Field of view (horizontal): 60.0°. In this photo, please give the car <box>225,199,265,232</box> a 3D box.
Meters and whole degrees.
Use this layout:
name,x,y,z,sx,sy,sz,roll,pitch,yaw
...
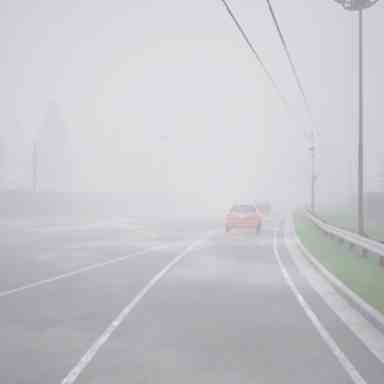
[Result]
name,x,y,z,sx,sy,sz,roll,pitch,yaw
car,3.454,1.545,21.673,2.097,1.767,4.553,0,0,13

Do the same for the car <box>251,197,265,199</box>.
name,x,y,z,sx,sy,sz,roll,pitch,yaw
car,18.470,2.320,91.725,1.837,1.490,4.892,0,-1,23

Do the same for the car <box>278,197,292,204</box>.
name,x,y,z,sx,sy,sz,roll,pitch,yaw
car,25.070,2.351,89.353,1.812,1.442,4.674,0,-1,23

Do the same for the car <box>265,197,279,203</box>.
name,x,y,z,sx,sy,sz,roll,pitch,yaw
car,21.852,2.378,90.730,1.994,1.385,4.181,0,-1,23

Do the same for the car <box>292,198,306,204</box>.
name,x,y,z,sx,sy,sz,roll,pitch,yaw
car,28.287,2.353,87.976,1.812,1.442,4.674,0,-1,23

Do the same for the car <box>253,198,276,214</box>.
name,x,y,z,sx,sy,sz,roll,pitch,yaw
car,8.637,1.843,40.187,1.882,1.535,5.008,0,-1,18
